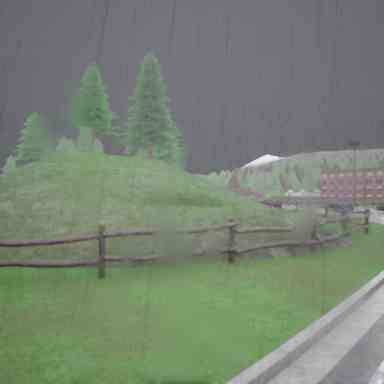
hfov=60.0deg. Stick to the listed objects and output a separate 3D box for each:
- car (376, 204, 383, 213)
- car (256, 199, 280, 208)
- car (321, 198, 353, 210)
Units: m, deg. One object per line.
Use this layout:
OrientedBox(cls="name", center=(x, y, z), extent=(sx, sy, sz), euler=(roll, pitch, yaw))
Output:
OrientedBox(cls="car", center=(24.562, 1.875, 40.509), extent=(1.812, 1.442, 4.674), euler=(1, -1, -9))
OrientedBox(cls="car", center=(12.410, 1.891, 54.217), extent=(1.837, 1.490, 4.892), euler=(2, -2, -28))
OrientedBox(cls="car", center=(19.836, 1.717, 45.764), extent=(2.097, 1.767, 4.553), euler=(0, 0, -16))
